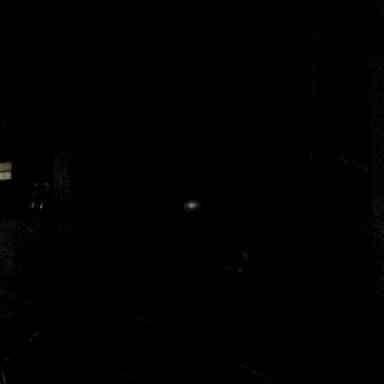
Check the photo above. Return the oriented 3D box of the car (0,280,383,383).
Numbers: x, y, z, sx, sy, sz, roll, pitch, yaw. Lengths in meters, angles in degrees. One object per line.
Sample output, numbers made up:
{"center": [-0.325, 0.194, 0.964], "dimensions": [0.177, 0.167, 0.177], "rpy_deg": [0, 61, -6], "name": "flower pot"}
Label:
{"center": [-0.352, 1.580, 3.210], "dimensions": [4.313, 1.339, 1.947], "rpy_deg": [0, 0, 35], "name": "car"}
